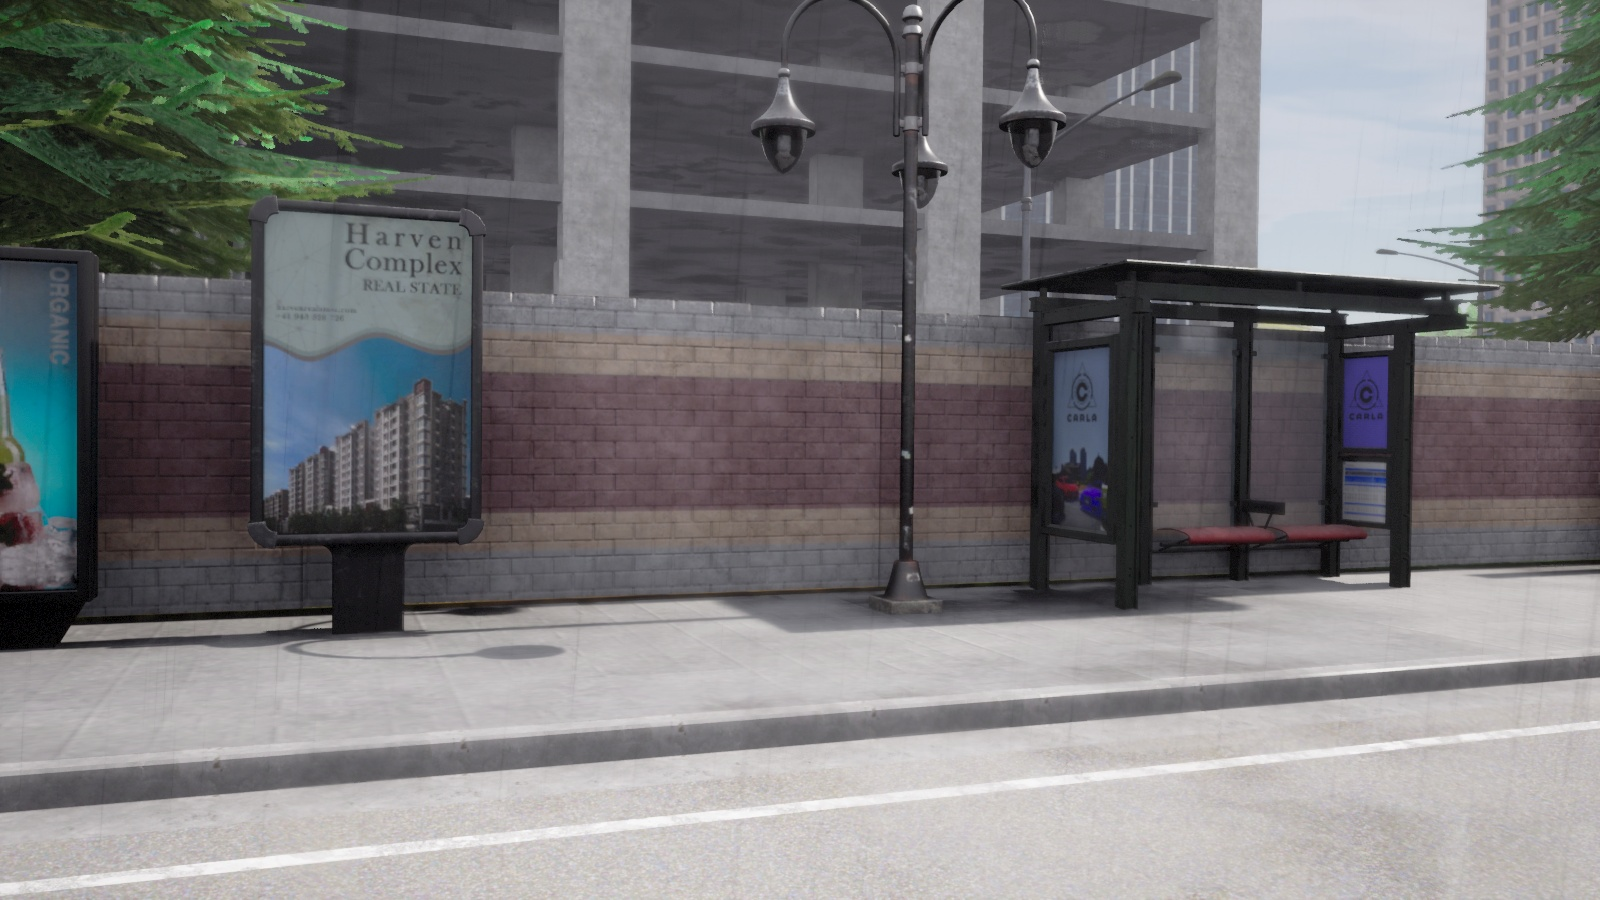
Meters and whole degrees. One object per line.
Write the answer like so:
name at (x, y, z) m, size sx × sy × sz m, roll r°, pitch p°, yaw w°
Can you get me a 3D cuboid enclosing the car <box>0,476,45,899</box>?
car at (-3.928, 0.838, 1.747) m, size 4.674 × 1.442 × 1.812 m, roll -1°, pitch 1°, yaw -21°
